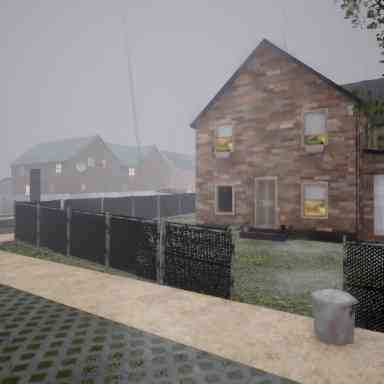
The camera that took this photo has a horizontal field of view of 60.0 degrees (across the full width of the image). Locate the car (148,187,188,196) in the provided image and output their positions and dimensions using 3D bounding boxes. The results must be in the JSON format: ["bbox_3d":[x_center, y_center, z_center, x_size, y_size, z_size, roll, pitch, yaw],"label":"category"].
[{"bbox_3d":[-2.516,0.508,35.798,2.150,2.045,5.566,0,2,34],"label":"car"}]

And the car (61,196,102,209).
[{"bbox_3d":[-9.010,1.092,26.056,1.812,1.442,4.674,0,1,34],"label":"car"}]
